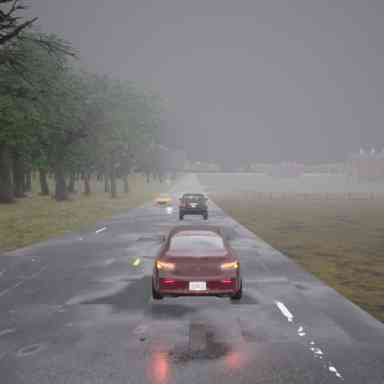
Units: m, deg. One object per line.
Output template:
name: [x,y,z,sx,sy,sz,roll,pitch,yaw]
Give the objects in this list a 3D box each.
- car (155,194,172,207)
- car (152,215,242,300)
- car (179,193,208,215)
car: [-3.574,1.034,42.211,1.882,1.535,5.008,0,1,0]
car: [0.102,1.519,8.258,1.812,1.442,4.674,0,0,0]
car: [0.107,1.082,26.924,2.150,2.045,5.566,0,1,0]
